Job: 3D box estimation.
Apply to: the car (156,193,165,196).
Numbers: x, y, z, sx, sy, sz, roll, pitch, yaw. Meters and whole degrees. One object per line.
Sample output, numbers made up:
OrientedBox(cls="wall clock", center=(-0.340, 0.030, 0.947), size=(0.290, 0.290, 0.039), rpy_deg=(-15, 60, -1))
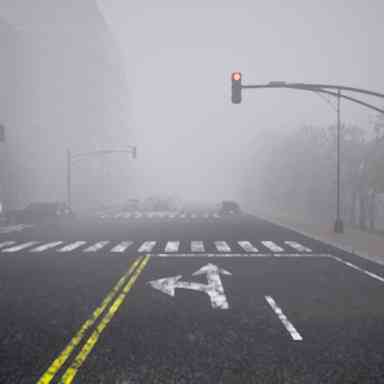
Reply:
OrientedBox(cls="car", center=(-6.562, 1.183, 68.069), size=(2.150, 2.045, 5.566), rpy_deg=(0, 0, 0))

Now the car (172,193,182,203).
OrientedBox(cls="car", center=(-3.309, 1.183, 69.088), size=(2.150, 2.045, 5.566), rpy_deg=(0, 0, 0))

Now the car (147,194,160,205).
OrientedBox(cls="car", center=(-6.635, 1.493, 52.494), size=(1.812, 1.442, 4.674), rpy_deg=(0, 0, 0))

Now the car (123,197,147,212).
OrientedBox(cls="car", center=(-6.631, 1.497, 38.073), size=(1.812, 1.442, 4.674), rpy_deg=(0, 0, 0))

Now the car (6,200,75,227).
OrientedBox(cls="car", center=(-10.698, 1.446, 23.429), size=(4.553, 1.767, 2.097), rpy_deg=(-1, 1, 14))

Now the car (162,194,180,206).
OrientedBox(cls="car", center=(-3.385, 1.472, 53.600), size=(1.837, 1.490, 4.892), rpy_deg=(0, 0, 0))

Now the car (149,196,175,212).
OrientedBox(cls="car", center=(-3.381, 1.535, 38.245), size=(1.994, 1.385, 4.181), rpy_deg=(0, 0, 0))

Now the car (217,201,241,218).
OrientedBox(cls="car", center=(3.323, 1.501, 30.125), size=(1.812, 1.442, 4.674), rpy_deg=(0, 0, 0))
